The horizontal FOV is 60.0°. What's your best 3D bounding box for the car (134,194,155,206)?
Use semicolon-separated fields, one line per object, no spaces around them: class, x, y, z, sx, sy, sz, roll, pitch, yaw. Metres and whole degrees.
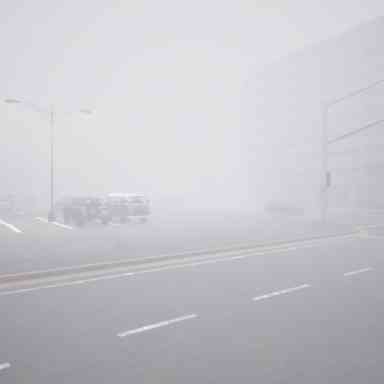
car;-9.224;1.581;66.502;1.812;1.442;4.674;0;0;-35

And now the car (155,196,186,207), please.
car;-3.405;1.407;52.151;2.097;1.767;4.553;0;0;-35

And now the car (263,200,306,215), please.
car;9.408;1.582;34.137;1.812;1.442;4.674;0;1;-36

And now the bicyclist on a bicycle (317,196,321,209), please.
bicyclist on a bicycle;16.620;1.356;42.913;1.656;1.620;0.582;0;0;-35

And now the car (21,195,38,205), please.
car;-27.173;1.209;55.422;1.932;1.855;4.605;0;0;-35

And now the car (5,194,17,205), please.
car;-29.569;1.212;53.797;1.905;1.878;3.866;0;0;-35

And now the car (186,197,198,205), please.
car;-0.972;1.602;61.035;2.033;1.411;5.357;0;0;-35

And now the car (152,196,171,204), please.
car;-6.372;1.619;68.531;1.994;1.385;4.181;0;0;-35

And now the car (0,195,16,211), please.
car;-21.703;1.451;37.968;1.970;1.475;3.806;0;0;-35

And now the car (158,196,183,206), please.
car;-3.828;1.547;59.011;2.128;1.511;4.902;0;0;-35
